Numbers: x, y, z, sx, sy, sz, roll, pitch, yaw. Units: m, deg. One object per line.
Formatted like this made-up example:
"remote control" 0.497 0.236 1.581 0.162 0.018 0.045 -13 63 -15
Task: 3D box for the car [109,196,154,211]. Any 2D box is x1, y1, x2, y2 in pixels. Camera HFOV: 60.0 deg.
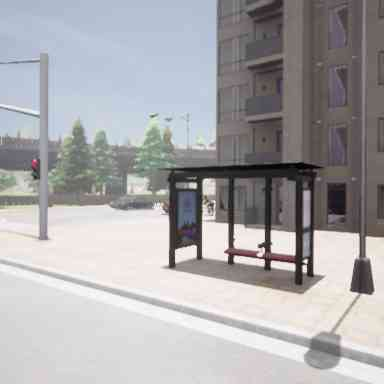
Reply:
"car" -6.321 1.254 36.269 1.837 1.490 4.892 0 0 39

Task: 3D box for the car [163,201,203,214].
"car" -0.842 1.328 31.799 1.812 1.442 4.674 1 0 38

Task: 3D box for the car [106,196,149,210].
"car" -7.671 1.216 40.086 2.128 1.511 4.902 1 0 40

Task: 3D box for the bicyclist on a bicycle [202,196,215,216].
"bicyclist on a bicycle" 1.257 1.138 26.668 1.656 1.620 0.582 0 0 36
